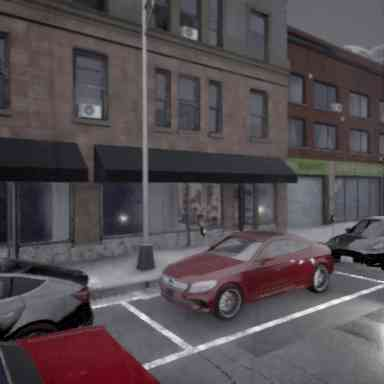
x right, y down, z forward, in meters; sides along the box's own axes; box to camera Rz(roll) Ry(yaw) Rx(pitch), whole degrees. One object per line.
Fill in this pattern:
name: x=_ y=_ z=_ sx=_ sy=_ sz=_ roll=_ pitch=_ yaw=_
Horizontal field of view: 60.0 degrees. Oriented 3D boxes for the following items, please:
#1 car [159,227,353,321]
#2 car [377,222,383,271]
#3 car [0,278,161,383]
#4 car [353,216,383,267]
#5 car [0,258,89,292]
car: x=1.338 y=1.515 z=7.073 sx=4.206 sy=1.307 sz=1.802 roll=-1 pitch=1 yaw=-35
car: x=6.414 y=1.402 z=7.488 sx=4.892 sy=1.490 sz=1.837 roll=-1 pitch=1 yaw=-34
car: x=-2.335 y=1.603 z=1.459 sx=4.718 sy=1.301 sz=1.895 roll=-1 pitch=1 yaw=-35
car: x=6.016 y=1.442 z=10.299 sx=4.313 sy=1.339 sz=1.947 roll=-1 pitch=1 yaw=-35
car: x=-3.340 y=1.555 z=3.847 sx=4.313 sy=1.339 sz=1.947 roll=-1 pitch=1 yaw=-35
